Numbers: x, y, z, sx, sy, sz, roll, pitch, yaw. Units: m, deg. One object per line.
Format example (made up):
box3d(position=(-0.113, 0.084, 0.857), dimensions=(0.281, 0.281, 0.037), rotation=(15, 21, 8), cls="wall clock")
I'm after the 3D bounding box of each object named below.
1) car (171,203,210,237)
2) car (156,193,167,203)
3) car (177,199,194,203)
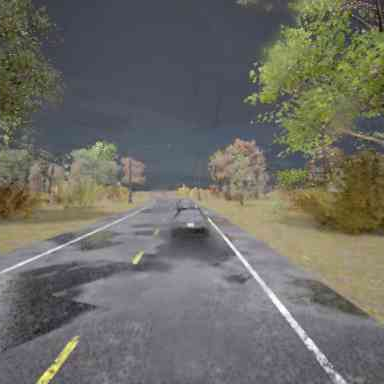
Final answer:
box3d(position=(-0.101, 1.538, 17.999), dimensions=(1.994, 1.385, 4.181), rotation=(0, 0, -1), cls="car")
box3d(position=(-5.931, 1.445, 65.351), dimensions=(1.994, 1.385, 4.181), rotation=(0, 0, -4), cls="car")
box3d(position=(-0.761, 1.498, 38.991), dimensions=(1.994, 1.385, 4.181), rotation=(0, 0, -2), cls="car")
